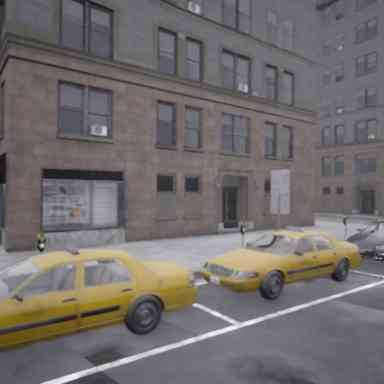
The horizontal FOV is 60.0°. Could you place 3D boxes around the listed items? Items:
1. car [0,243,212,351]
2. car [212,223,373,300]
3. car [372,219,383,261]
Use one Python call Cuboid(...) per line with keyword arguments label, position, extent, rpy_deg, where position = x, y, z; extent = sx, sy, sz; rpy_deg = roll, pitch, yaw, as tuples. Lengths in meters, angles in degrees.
Cuboid(label="car", position=(-2.160, 1.536, 5.224), extent=(4.829, 1.417, 1.752), rpy_deg=(1, 0, -36))
Cuboid(label="car", position=(2.455, 1.588, 8.516), extent=(4.829, 1.417, 1.752), rpy_deg=(1, 0, -36))
Cuboid(label="car", position=(7.206, 1.666, 11.906), extent=(4.403, 1.369, 2.008), rpy_deg=(1, 0, -36))
